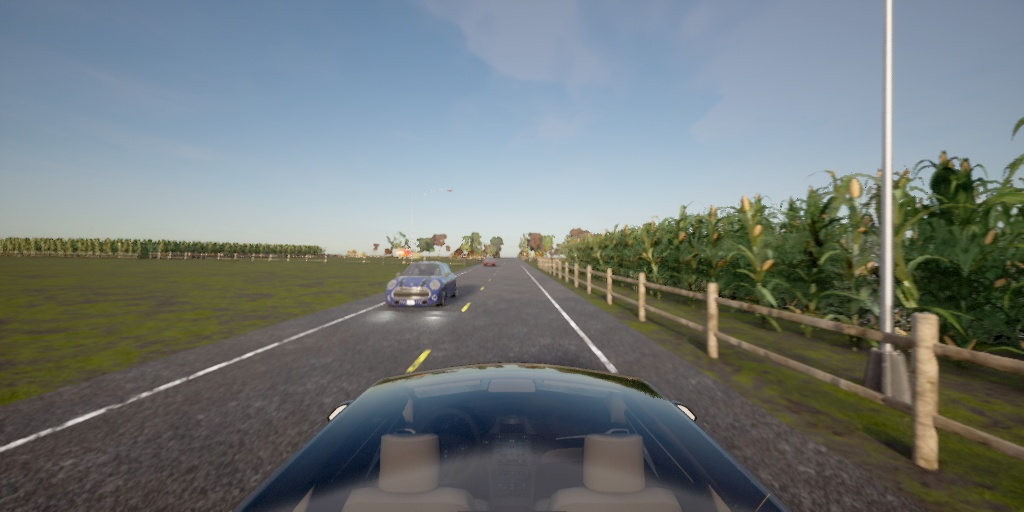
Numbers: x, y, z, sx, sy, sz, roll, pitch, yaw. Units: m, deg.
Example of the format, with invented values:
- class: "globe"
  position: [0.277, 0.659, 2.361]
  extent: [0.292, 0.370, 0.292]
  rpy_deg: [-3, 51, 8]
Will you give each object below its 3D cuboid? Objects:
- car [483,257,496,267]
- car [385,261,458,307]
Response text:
- class: "car"
  position: [-3.549, 0.973, 57.061]
  extent: [1.882, 1.535, 5.008]
  rpy_deg: [0, 0, 0]
- class: "car"
  position: [-3.597, 1.043, 14.950]
  extent: [2.097, 1.767, 4.553]
  rpy_deg: [0, 0, 0]
